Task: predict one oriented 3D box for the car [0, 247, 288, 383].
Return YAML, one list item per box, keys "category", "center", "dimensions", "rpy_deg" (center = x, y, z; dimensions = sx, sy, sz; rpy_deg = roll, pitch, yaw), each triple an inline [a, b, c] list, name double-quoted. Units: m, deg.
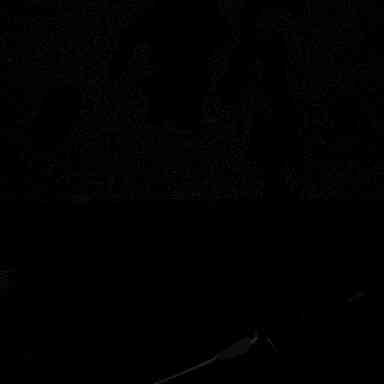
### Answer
- category: "car"
  center: [-1.484, 1.352, 1.998]
  dimensions: [4.553, 1.767, 2.097]
  rpy_deg: [0, 0, -35]
